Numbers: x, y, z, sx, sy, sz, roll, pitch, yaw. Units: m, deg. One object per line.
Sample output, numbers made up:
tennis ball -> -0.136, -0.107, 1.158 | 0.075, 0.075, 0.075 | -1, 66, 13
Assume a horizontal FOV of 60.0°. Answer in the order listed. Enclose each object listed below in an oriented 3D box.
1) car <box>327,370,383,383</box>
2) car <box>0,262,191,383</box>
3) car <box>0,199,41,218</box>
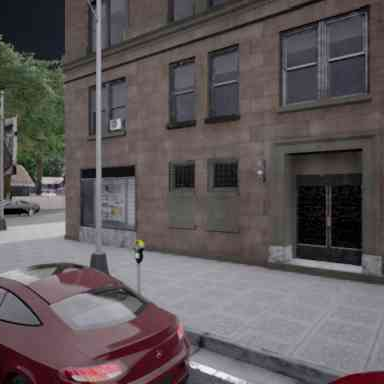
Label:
car -> 2.533, 1.545, 0.999 | 4.507, 1.381, 1.887 | 0, 0, 36
car -> -1.955, 1.581, 4.209 | 4.206, 1.307, 1.802 | 0, 0, 36
car -> -15.575, 1.394, 28.567 | 2.128, 1.511, 4.902 | 0, 0, 34
